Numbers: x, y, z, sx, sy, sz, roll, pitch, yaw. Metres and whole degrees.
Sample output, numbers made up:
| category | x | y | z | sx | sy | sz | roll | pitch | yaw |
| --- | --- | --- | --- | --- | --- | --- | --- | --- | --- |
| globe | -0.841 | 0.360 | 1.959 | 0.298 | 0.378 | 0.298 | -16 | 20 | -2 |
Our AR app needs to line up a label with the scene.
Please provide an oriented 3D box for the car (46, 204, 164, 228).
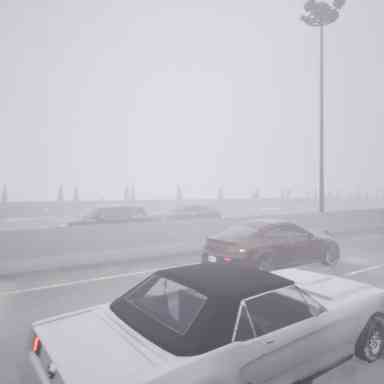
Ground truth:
| category | x | y | z | sx | sy | sz | roll | pitch | yaw |
| --- | --- | --- | --- | --- | --- | --- | --- | --- | --- |
| car | -3.819 | 1.354 | 14.170 | 4.553 | 1.767 | 2.097 | 0 | 0 | -36 |

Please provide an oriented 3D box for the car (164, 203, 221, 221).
| category | x | y | z | sx | sy | sz | roll | pitch | yaw |
| --- | --- | --- | --- | --- | --- | --- | --- | --- | --- |
| car | -0.360 | 1.509 | 20.942 | 4.892 | 1.490 | 1.837 | 0 | 0 | -36 |

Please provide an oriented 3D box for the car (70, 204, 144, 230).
| category | x | y | z | sx | sy | sz | roll | pitch | yaw |
| --- | --- | --- | --- | --- | --- | --- | --- | --- | --- |
| car | -5.486 | 1.568 | 21.582 | 4.181 | 1.385 | 1.994 | 0 | 0 | -36 |

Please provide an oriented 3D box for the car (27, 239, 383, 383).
| category | x | y | z | sx | sy | sz | roll | pitch | yaw |
| --- | --- | --- | --- | --- | --- | --- | --- | --- | --- |
| car | 0.651 | 1.602 | 4.218 | 4.718 | 1.301 | 1.895 | 0 | 0 | -35 |

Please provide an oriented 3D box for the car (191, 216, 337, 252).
| category | x | y | z | sx | sy | sz | roll | pitch | yaw |
| --- | --- | --- | --- | --- | --- | --- | --- | --- | --- |
| car | 2.388 | 1.528 | 9.759 | 4.674 | 1.442 | 1.812 | 0 | 0 | -36 |
